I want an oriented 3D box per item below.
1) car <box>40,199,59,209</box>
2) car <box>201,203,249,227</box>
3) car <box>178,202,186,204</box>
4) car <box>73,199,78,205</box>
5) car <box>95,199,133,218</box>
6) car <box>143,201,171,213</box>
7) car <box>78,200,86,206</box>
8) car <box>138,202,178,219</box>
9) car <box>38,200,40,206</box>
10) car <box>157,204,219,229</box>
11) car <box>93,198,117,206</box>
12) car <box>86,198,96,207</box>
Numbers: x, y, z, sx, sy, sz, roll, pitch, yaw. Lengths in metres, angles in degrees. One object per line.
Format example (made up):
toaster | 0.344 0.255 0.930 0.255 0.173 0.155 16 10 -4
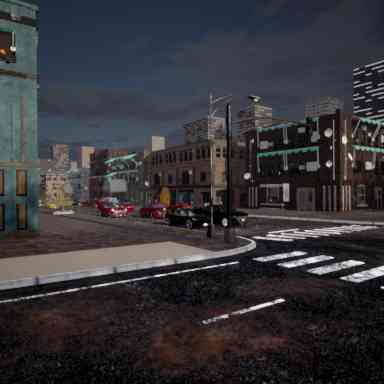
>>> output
car | -24.342 2.233 57.588 1.752 1.417 4.829 -1 0 -36
car | 2.103 1.693 25.068 1.882 1.535 5.008 -1 0 -36
car | -1.528 1.904 40.089 1.802 1.307 4.206 -2 0 -36
car | -27.282 2.364 76.110 1.947 1.339 4.313 -1 0 -36
car | -8.347 1.846 35.213 1.967 1.590 4.097 -1 0 -36
car | -4.746 1.966 44.591 1.802 1.307 4.206 -2 0 -36
car | -20.844 2.227 67.105 1.887 1.381 4.507 -1 0 -36
car | -3.671 1.894 33.137 1.994 1.385 4.181 -1 0 -36
car | -30.879 2.376 66.733 2.008 1.369 4.403 -1 0 -36
car | -0.372 1.814 23.854 1.947 1.339 4.313 -2 0 -36
car | -10.628 1.942 42.902 1.882 1.535 5.008 -1 0 -35
car | -17.630 1.940 62.602 2.192 1.841 5.009 -1 0 -36
